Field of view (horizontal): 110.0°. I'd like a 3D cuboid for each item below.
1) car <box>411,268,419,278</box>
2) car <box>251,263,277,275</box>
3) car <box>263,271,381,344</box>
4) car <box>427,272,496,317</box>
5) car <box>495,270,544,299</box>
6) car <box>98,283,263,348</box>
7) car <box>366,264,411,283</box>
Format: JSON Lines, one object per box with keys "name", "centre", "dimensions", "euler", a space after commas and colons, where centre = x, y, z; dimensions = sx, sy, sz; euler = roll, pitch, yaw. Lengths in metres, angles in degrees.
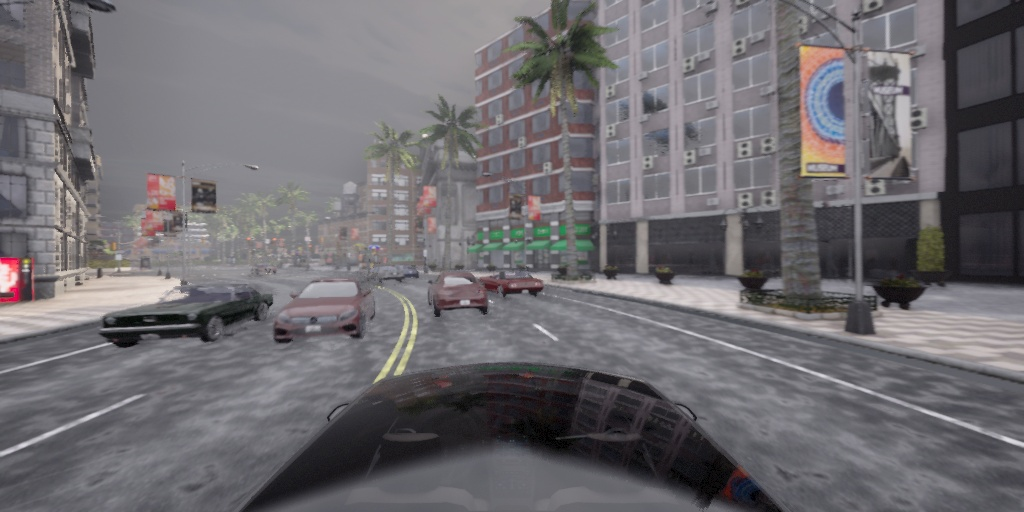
{"name": "car", "centre": [-10.726, 1.463, 34.580], "dimensions": [1.994, 1.385, 4.181], "euler": [-1, 0, -43]}
{"name": "car", "centre": [-30.107, 1.483, 43.441], "dimensions": [4.181, 1.385, 1.994], "euler": [-1, 0, 43]}
{"name": "car", "centre": [-4.964, 1.339, 10.102], "dimensions": [1.812, 1.442, 4.674], "euler": [0, 0, -15]}
{"name": "car", "centre": [-2.132, 1.310, 13.512], "dimensions": [1.812, 1.442, 4.674], "euler": [0, 0, -16]}
{"name": "car", "centre": [-0.198, 1.368, 18.575], "dimensions": [1.895, 1.301, 4.718], "euler": [-1, 0, -22]}
{"name": "car", "centre": [-8.438, 1.453, 9.891], "dimensions": [1.895, 1.301, 4.718], "euler": [-1, 0, -16]}
{"name": "car", "centre": [-10.608, 1.441, 29.458], "dimensions": [2.033, 1.411, 5.357], "euler": [-1, 0, -40]}
